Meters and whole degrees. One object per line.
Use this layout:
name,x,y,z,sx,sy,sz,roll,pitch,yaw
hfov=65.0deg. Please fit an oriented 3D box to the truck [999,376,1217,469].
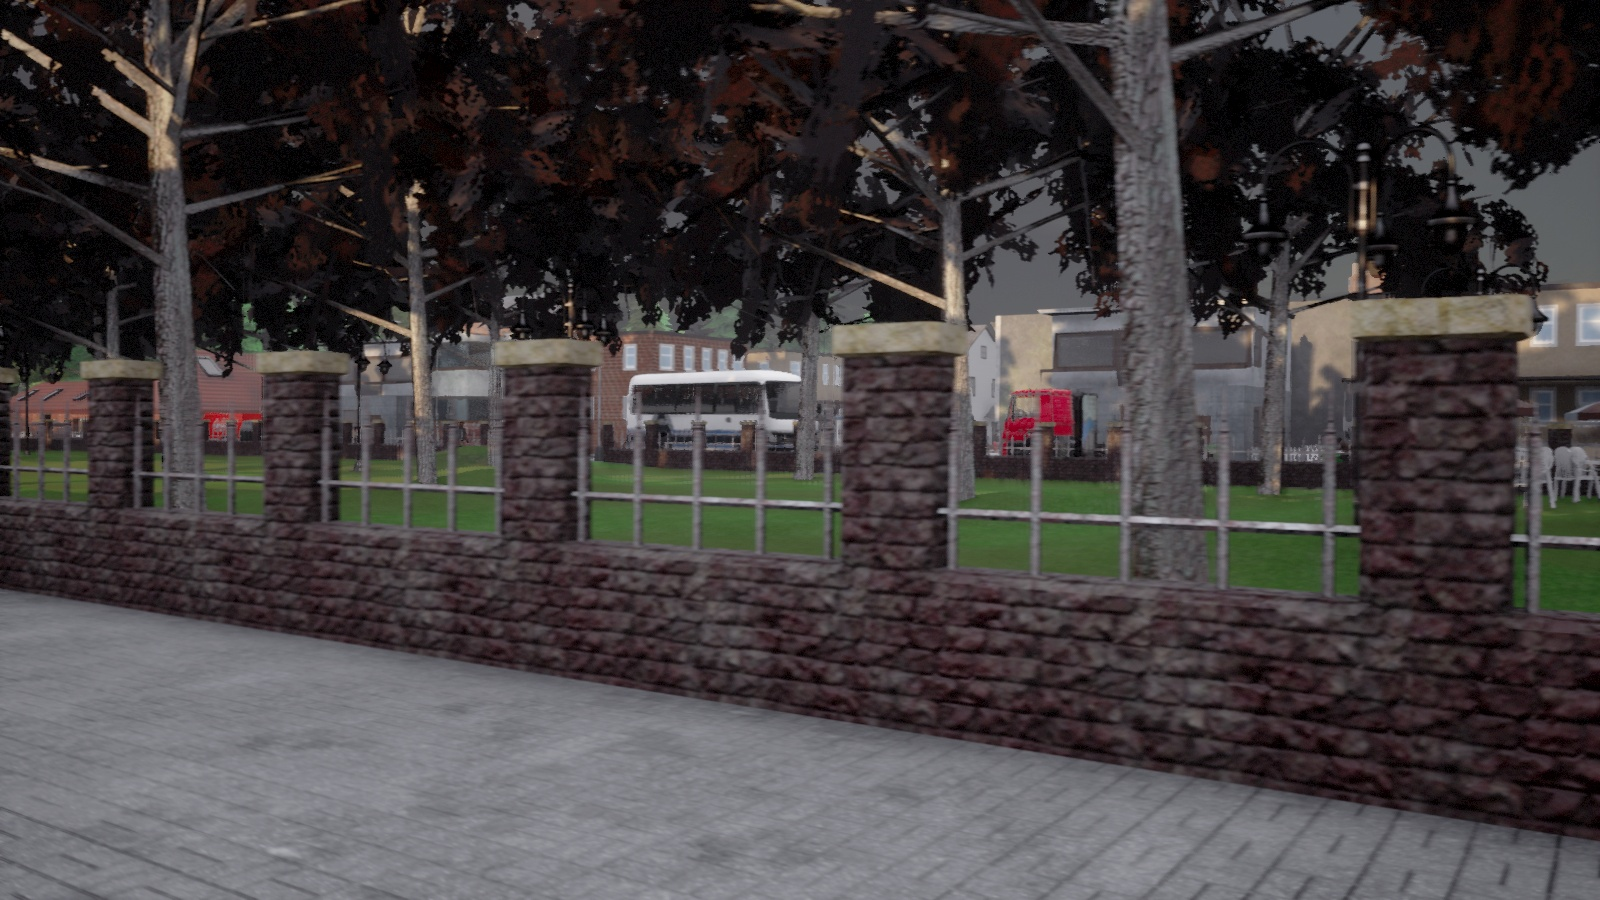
truck,12.274,-1.050,50.401,7.936,3.462,2.891,0,1,34

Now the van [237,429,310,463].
van,-31.290,-0.251,74.594,4.442,1.987,1.775,0,1,32

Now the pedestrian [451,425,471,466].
pedestrian,-15.609,-0.206,57.741,0.694,1.848,0.540,0,1,34

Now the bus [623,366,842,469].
bus,-3.257,-1.396,57.137,10.273,4.253,3.944,0,1,43

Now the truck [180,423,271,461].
truck,-38.238,-0.551,83.622,5.204,2.467,2.627,0,1,23
